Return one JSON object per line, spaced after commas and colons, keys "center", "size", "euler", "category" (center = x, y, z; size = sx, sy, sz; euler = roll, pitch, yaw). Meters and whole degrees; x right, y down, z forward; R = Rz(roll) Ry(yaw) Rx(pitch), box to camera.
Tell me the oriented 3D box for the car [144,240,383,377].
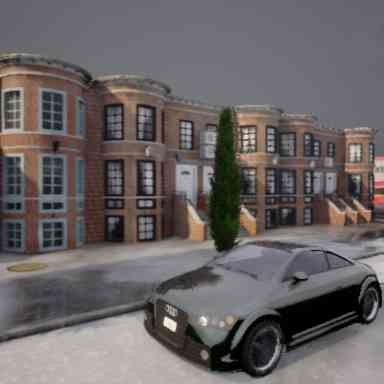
{"center": [1.332, 1.555, 5.556], "size": [4.181, 1.385, 1.994], "euler": [0, 0, -35], "category": "car"}
